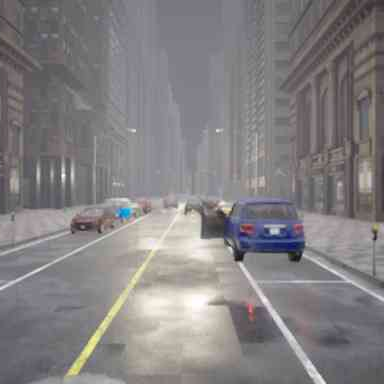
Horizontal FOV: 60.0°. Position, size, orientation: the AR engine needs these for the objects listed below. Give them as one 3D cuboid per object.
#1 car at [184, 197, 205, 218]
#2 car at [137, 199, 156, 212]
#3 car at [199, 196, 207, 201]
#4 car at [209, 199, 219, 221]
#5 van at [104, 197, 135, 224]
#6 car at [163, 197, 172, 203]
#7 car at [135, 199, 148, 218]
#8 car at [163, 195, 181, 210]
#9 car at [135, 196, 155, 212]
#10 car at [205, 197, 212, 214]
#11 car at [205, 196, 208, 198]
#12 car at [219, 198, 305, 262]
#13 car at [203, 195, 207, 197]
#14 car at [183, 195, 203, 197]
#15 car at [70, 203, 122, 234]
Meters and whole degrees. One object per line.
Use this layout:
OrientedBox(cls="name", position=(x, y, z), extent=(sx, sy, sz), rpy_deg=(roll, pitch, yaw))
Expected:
OrientedBox(cls="car", position=(0.144, 1.587, 35.301), extent=(1.837, 1.490, 4.892), rpy_deg=(0, 0, 1))
OrientedBox(cls="car", position=(-5.646, 1.623, 41.956), extent=(1.752, 1.417, 4.829), rpy_deg=(0, 0, 0))
OrientedBox(cls="car", position=(3.019, 1.807, 92.684), extent=(1.947, 1.339, 4.313), rpy_deg=(0, 0, 0))
OrientedBox(cls="car", position=(2.849, 1.596, 31.048), extent=(1.752, 1.417, 4.829), rpy_deg=(0, 0, 0))
OrientedBox(cls="van", position=(-5.692, 1.399, 25.271), extent=(1.690, 1.788, 3.998), rpy_deg=(0, 0, 0))
OrientedBox(cls="car", position=(-5.552, 1.774, 75.836), extent=(1.802, 1.307, 4.206), rpy_deg=(0, 0, 0))
OrientedBox(cls="car", position=(-5.676, 1.622, 30.889), extent=(2.008, 1.369, 4.403), rpy_deg=(0, 0, 0))
OrientedBox(cls="car", position=(-2.909, 1.585, 46.215), extent=(1.882, 1.535, 5.008), rpy_deg=(0, 0, 1))
OrientedBox(cls="car", position=(-5.661, 1.400, 36.508), extent=(2.192, 1.841, 5.009), rpy_deg=(0, 0, 0))
OrientedBox(cls="car", position=(2.880, 1.679, 42.115), extent=(1.802, 1.307, 4.206), rpy_deg=(0, 0, 0))
OrientedBox(cls="car", position=(2.895, 1.693, 47.734), extent=(1.802, 1.307, 4.206), rpy_deg=(0, 0, 0))
OrientedBox(cls="car", position=(2.430, 1.248, 12.420), extent=(2.150, 2.045, 5.566), rpy_deg=(0, 0, 0))
OrientedBox(cls="car", position=(2.911, 1.651, 53.523), extent=(1.752, 1.417, 4.829), rpy_deg=(0, 0, 0))
OrientedBox(cls="car", position=(0.143, 1.604, 47.962), extent=(2.128, 1.511, 4.902), rpy_deg=(0, 0, 0))
OrientedBox(cls="car", position=(-5.707, 1.590, 19.652), extent=(1.887, 1.381, 4.507), rpy_deg=(0, 0, 0))
